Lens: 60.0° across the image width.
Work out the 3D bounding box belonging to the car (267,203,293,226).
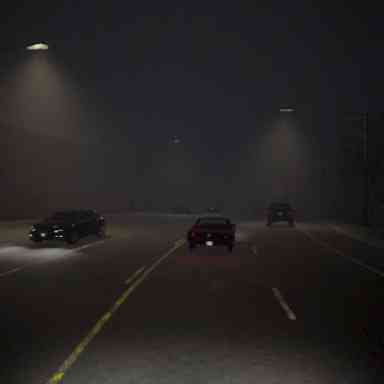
[{"bbox_3d":[8.255,2.064,31.240,2.150,2.045,5.566,1,-2,15],"label":"car"}]

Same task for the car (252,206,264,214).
[{"bbox_3d":[12.278,3.266,61.748,1.882,1.535,5.008,1,-2,14],"label":"car"}]

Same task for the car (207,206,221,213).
[{"bbox_3d":[3.832,3.030,57.313,1.994,1.385,4.181,1,-2,15],"label":"car"}]

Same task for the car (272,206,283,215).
[{"bbox_3d":[15.723,3.379,61.099,1.812,1.442,4.674,1,-2,14],"label":"car"}]

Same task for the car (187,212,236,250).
[{"bbox_3d":[1.075,1.824,15.458,1.895,1.301,4.718,1,-1,10],"label":"car"}]

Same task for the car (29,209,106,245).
[{"bbox_3d":[-5.829,1.604,16.237,1.837,1.490,4.892,1,-1,9],"label":"car"}]

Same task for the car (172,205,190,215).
[{"bbox_3d":[-1.548,2.665,50.306,1.812,1.442,4.674,1,-1,15],"label":"car"}]
